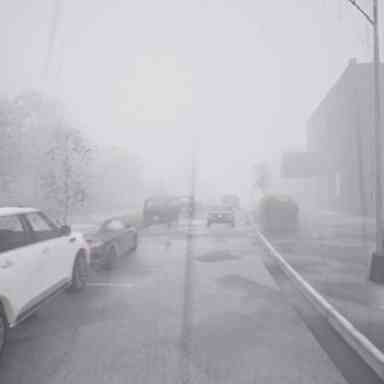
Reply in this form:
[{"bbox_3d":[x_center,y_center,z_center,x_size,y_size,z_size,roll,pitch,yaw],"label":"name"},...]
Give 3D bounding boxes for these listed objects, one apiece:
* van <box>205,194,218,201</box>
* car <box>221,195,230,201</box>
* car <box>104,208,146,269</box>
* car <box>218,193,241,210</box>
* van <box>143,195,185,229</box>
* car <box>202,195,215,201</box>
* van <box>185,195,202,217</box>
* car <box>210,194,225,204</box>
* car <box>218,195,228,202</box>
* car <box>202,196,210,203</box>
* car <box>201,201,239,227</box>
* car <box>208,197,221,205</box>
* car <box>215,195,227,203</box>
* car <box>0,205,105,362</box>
[{"bbox_3d":[2.370,1.344,49.656,1.878,1.987,4.442,0,0,11],"label":"van"},{"bbox_3d":[9.350,1.627,92.491,1.946,1.575,5.366,0,0,11],"label":"car"},{"bbox_3d":[-3.143,1.540,11.144,2.002,1.452,4.674,-1,1,4],"label":"car"},{"bbox_3d":[4.867,1.272,41.632,2.150,2.045,5.566,0,0,9],"label":"car"},{"bbox_3d":[-1.930,1.293,22.332,1.878,1.987,4.442,-1,1,7],"label":"van"},{"bbox_3d":[1.451,1.543,44.045,2.231,1.521,4.892,-1,1,8],"label":"car"},{"bbox_3d":[-0.481,1.306,32.178,1.878,1.987,4.442,-1,1,7],"label":"van"},{"bbox_3d":[5.212,1.348,67.142,2.435,2.045,5.566,0,0,10],"label":"car"},{"bbox_3d":[7.695,1.607,82.373,2.097,1.535,5.008,0,0,11],"label":"car"},{"bbox_3d":[0.564,1.568,38.606,2.163,1.488,4.792,-1,1,8],"label":"car"},{"bbox_3d":[2.062,1.581,23.244,2.033,1.411,5.357,0,0,8],"label":"car"},{"bbox_3d":[4.129,1.619,60.485,2.002,1.452,4.674,0,0,9],"label":"car"},{"bbox_3d":[6.803,1.584,76.898,2.097,1.535,5.008,0,0,11],"label":"car"},{"bbox_3d":[-3.524,1.235,5.595,2.435,2.045,5.566,-1,1,0],"label":"car"}]
